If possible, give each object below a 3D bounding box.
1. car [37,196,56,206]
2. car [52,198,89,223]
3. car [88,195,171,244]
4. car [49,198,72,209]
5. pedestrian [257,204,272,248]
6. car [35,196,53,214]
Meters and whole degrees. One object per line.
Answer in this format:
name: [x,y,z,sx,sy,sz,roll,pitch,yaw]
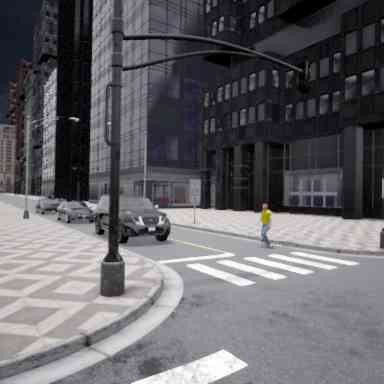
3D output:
car: [-22.624,1.347,51.640,1.837,1.490,4.892,1,0,-33]
car: [-8.579,1.414,24.356,1.837,1.490,4.892,1,-1,-33]
car: [-3.037,1.158,15.919,2.150,2.045,5.566,1,-1,-31]
car: [-17.182,1.463,43.313,1.994,1.385,4.181,1,-1,-33]
pedestrian: [3.027,1.324,13.462,0.375,1.860,0.375,2,-1,-33]
car: [-14.330,1.424,33.142,2.033,1.411,5.357,1,-1,-33]
